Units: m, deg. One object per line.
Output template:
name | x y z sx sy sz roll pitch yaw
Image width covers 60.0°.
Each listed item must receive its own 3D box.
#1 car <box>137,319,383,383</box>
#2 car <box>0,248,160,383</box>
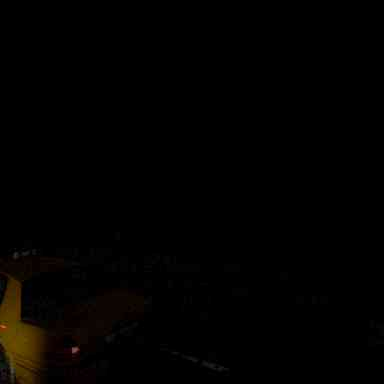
car | 2.051 1.551 1.628 4.403 1.369 2.008 0 1 35
car | -2.635 1.524 4.969 4.829 1.417 1.752 0 1 35
